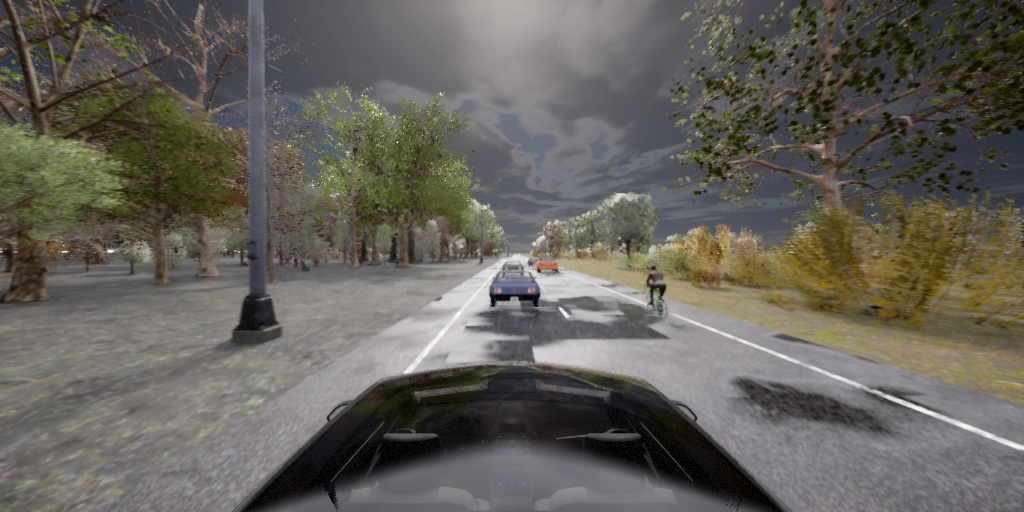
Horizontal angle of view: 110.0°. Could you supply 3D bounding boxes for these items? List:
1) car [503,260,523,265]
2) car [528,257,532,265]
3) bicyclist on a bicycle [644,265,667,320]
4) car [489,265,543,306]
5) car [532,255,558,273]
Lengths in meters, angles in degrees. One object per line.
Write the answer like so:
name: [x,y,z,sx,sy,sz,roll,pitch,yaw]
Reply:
car: [0.084,1.061,33.195,1.895,1.301,4.718,0,1,0]
car: [3.557,0.804,57.365,1.994,1.385,4.181,0,1,0]
bicyclist on a bicycle: [4.462,1.116,11.151,0.582,1.620,1.656,0,0,0]
car: [0.092,1.228,14.963,1.895,1.301,4.718,0,1,0]
car: [3.585,0.771,37.673,2.097,1.767,4.553,0,1,0]
